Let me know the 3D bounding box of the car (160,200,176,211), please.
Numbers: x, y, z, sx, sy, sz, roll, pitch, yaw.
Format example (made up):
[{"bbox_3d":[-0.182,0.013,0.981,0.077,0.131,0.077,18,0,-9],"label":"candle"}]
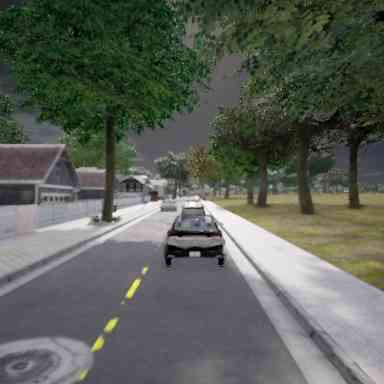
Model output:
[{"bbox_3d":[-2.827,1.637,40.844,1.895,1.301,4.718,0,0,0],"label":"car"}]

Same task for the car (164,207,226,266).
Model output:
[{"bbox_3d":[0.089,1.499,11.575,2.128,1.511,4.902,0,0,0],"label":"car"}]

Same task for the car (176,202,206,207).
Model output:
[{"bbox_3d":[0.097,1.513,26.939,2.128,1.511,4.902,0,0,0],"label":"car"}]
